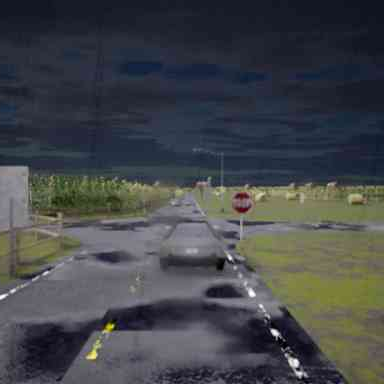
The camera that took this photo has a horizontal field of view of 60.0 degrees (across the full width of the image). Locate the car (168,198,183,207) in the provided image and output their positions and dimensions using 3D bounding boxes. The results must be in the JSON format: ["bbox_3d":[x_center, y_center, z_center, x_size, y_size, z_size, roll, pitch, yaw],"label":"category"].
[{"bbox_3d":[-3.035,1.796,56.902,2.128,1.511,4.902,0,0,0],"label":"car"}]

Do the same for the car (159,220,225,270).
[{"bbox_3d":[0.002,1.635,11.300,1.994,1.385,4.181,0,0,0],"label":"car"}]

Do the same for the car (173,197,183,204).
[{"bbox_3d":[-3.054,1.905,71.986,1.994,1.385,4.181,0,0,0],"label":"car"}]
